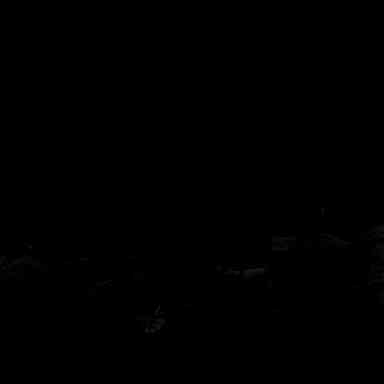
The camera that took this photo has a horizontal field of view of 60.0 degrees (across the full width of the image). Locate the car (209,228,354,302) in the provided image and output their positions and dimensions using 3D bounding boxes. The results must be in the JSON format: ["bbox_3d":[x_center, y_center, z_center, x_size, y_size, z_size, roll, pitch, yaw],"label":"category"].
[{"bbox_3d":[2.365,1.582,8.220,4.206,1.307,1.802,0,0,-35],"label":"car"}]

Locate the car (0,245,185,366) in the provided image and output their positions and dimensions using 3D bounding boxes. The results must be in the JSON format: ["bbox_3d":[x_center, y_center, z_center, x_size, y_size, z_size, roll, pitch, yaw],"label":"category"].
[{"bbox_3d":[-2.115,1.566,5.027,4.313,1.339,1.947,0,0,-35],"label":"car"}]
